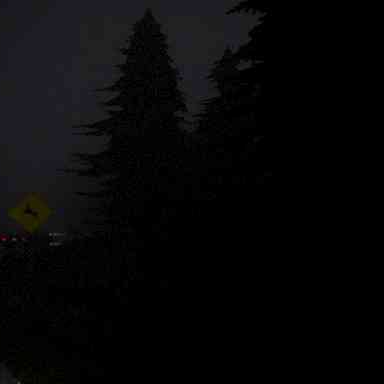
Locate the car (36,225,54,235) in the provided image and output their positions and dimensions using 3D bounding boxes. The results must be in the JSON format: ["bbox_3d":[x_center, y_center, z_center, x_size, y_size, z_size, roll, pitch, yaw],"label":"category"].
[{"bbox_3d":[-22.472,5.721,50.842,1.994,1.385,4.181,1,-5,-32],"label":"car"}]

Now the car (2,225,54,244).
[{"bbox_3d":[-12.127,3.460,24.910,2.033,1.411,5.357,1,-5,-3],"label":"car"}]

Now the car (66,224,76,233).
[{"bbox_3d":[-15.307,4.880,43.248,1.882,1.535,5.008,1,-5,-19],"label":"car"}]
